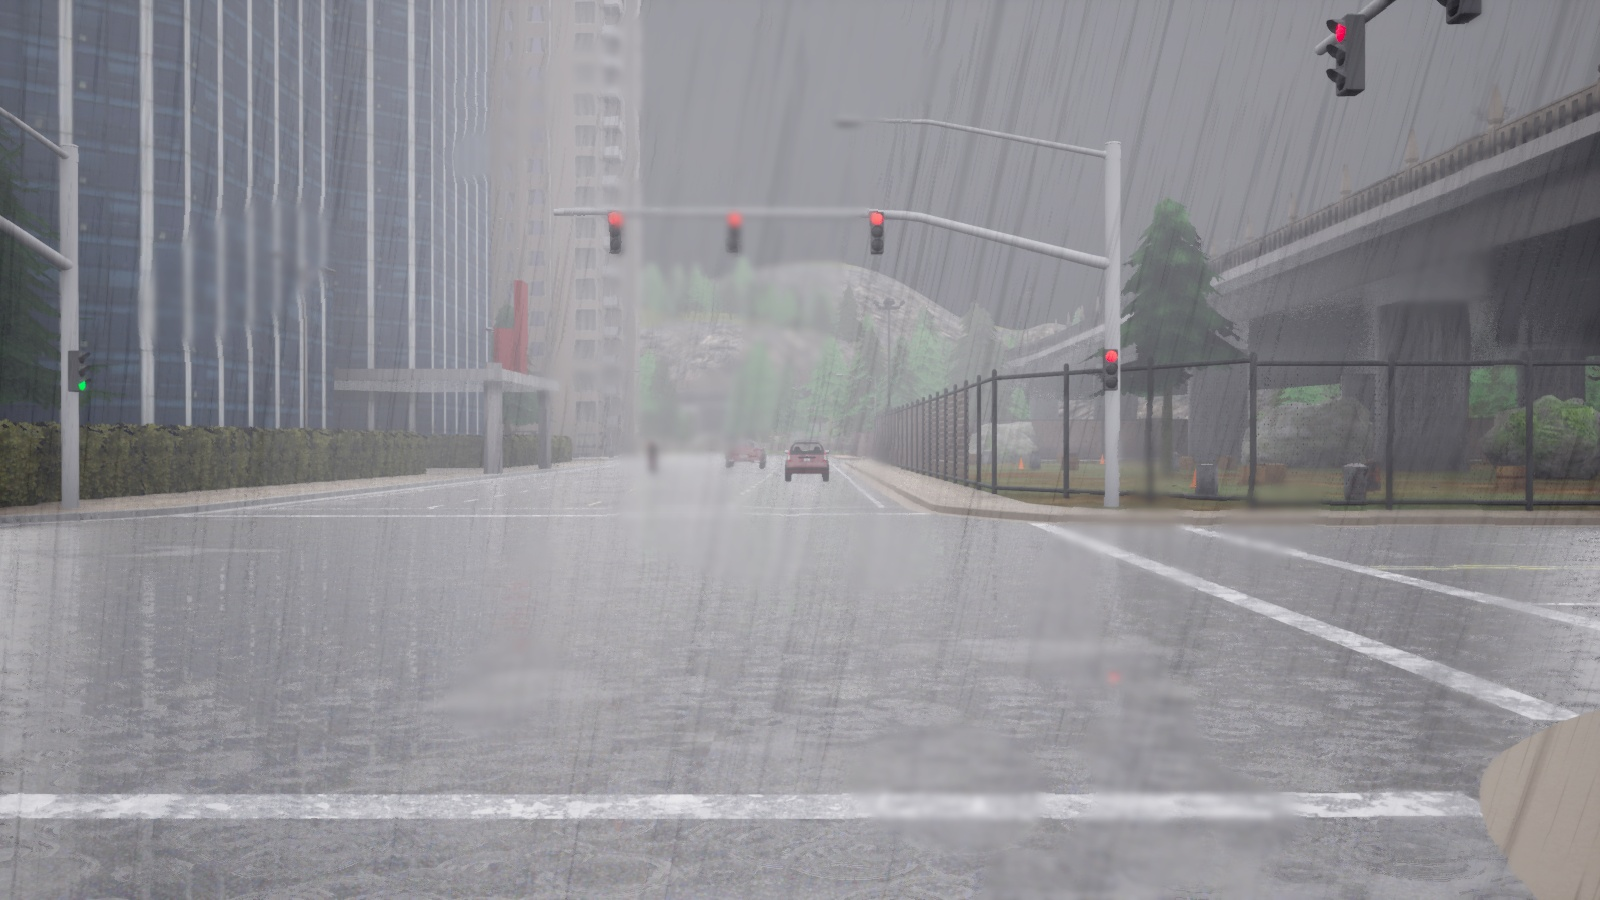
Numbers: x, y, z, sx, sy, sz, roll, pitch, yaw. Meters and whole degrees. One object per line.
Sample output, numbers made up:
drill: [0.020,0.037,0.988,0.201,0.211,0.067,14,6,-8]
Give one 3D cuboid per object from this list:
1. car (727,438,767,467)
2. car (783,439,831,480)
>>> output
car: [-3.097,0.103,74.290,2.152,1.651,5.027,0,0,0]
car: [0.279,0.359,50.610,1.851,1.617,3.988,0,0,0]
